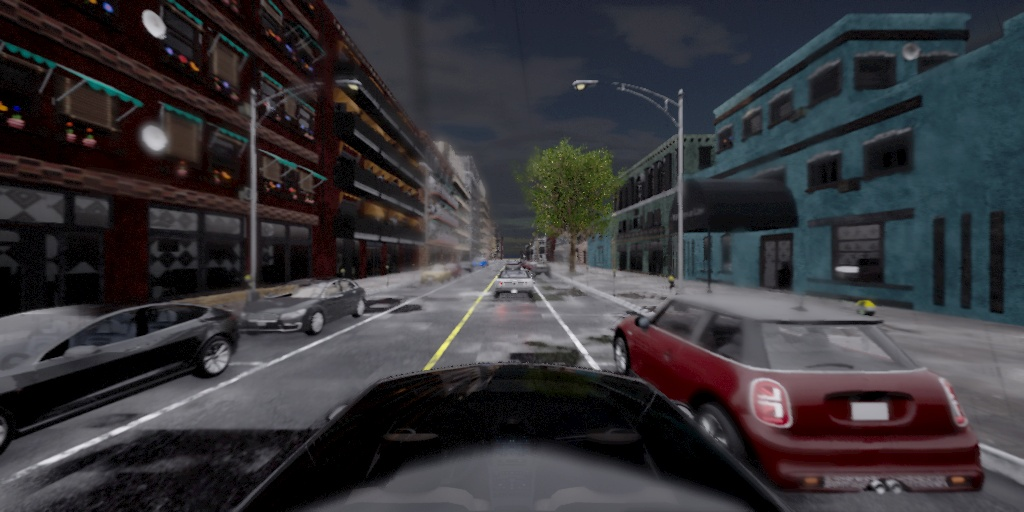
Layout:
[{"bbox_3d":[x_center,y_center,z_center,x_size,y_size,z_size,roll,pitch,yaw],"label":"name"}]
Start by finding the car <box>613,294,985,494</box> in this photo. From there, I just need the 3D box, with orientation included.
[{"bbox_3d":[2.692,1.191,4.634,1.967,1.591,4.097,0,0,0],"label":"car"}]

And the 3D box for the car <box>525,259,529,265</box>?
[{"bbox_3d":[2.710,1.336,44.509,1.888,1.381,4.507,0,0,0],"label":"car"}]

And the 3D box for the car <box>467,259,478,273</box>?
[{"bbox_3d":[-5.671,1.358,44.515,1.948,1.339,4.313,0,0,0],"label":"car"}]

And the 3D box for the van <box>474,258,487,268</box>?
[{"bbox_3d":[-5.663,1.165,61.606,1.690,1.789,3.998,0,0,0],"label":"van"}]

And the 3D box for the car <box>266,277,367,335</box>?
[{"bbox_3d":[-5.686,1.306,10.335,2.007,1.370,4.403,0,0,0],"label":"car"}]

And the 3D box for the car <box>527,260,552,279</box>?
[{"bbox_3d":[2.705,1.326,33.117,2.007,1.370,4.403,0,0,0],"label":"car"}]

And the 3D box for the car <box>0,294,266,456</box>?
[{"bbox_3d":[-5.688,1.318,4.640,1.948,1.339,4.313,0,0,0],"label":"car"}]

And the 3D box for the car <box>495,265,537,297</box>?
[{"bbox_3d":[0.109,1.363,19.122,1.895,1.301,4.718,0,0,0],"label":"car"}]

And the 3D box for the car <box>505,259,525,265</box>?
[{"bbox_3d":[0.119,1.280,42.693,2.128,1.511,4.902,0,0,0],"label":"car"}]

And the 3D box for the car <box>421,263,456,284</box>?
[{"bbox_3d":[-5.679,1.296,27.256,1.751,1.417,4.829,0,0,0],"label":"car"}]

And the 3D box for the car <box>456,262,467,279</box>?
[{"bbox_3d":[-5.676,1.321,33.123,1.888,1.381,4.507,0,0,0],"label":"car"}]
